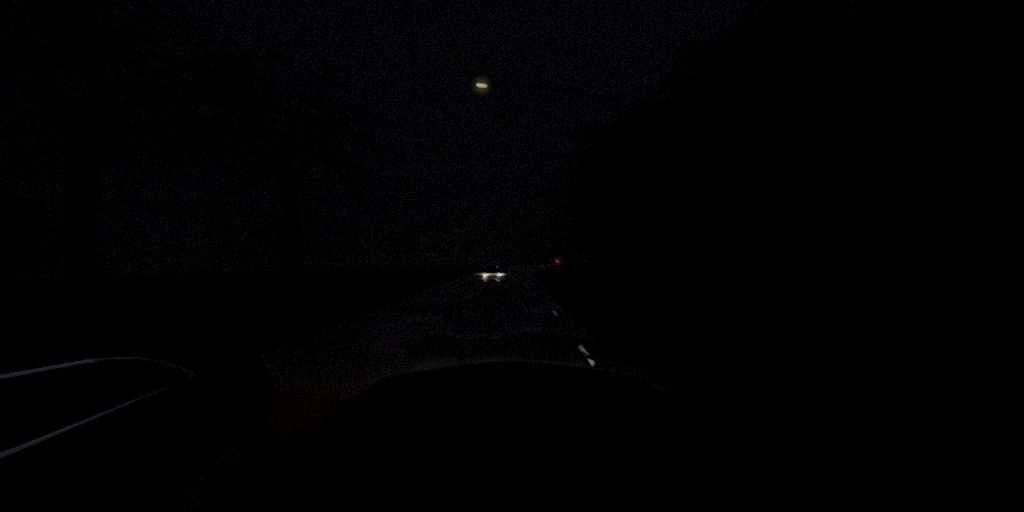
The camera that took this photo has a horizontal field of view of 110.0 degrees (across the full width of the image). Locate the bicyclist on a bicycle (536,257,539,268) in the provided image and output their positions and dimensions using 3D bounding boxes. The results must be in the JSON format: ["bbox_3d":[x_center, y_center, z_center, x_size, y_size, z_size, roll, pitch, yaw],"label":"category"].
[{"bbox_3d":[3.971,1.011,56.708,0.659,1.776,1.843,0,1,11],"label":"bicyclist on a bicycle"}]

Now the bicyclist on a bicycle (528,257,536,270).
[{"bbox_3d":[2.482,1.046,47.983,0.659,1.776,1.843,0,0,8],"label":"bicyclist on a bicycle"}]

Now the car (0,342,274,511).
[{"bbox_3d":[-3.100,1.242,1.244,2.128,1.511,4.902,0,0,0],"label":"car"}]

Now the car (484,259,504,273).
[{"bbox_3d":[-2.098,1.164,42.705,1.882,1.535,5.008,0,0,6],"label":"car"}]
